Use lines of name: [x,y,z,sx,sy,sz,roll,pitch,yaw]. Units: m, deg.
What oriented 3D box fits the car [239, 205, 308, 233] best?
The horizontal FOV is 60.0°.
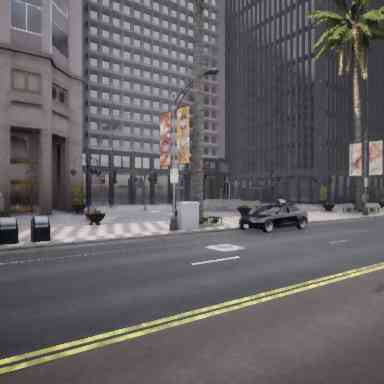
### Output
car: [4.951,1.512,19.918,4.786,1.482,2.161,0,0,-36]
